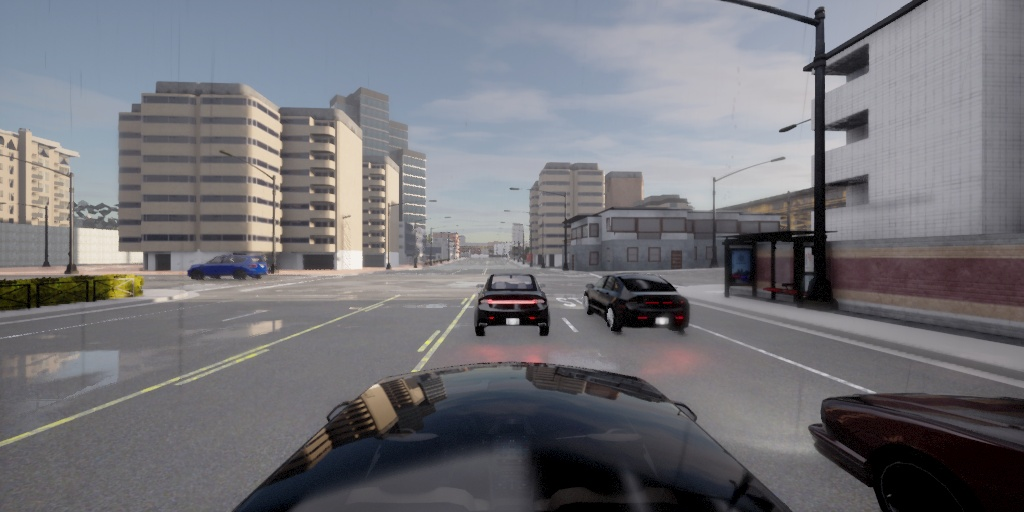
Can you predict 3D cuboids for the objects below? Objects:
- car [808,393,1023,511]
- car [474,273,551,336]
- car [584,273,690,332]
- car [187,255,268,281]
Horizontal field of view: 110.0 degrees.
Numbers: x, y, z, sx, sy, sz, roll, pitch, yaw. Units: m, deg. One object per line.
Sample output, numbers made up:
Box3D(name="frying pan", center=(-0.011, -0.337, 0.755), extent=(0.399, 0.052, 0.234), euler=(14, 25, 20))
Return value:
Box3D(name="car", center=(3.586, 1.297, 0.708), extent=(2.033, 1.411, 5.357), euler=(0, 0, 0))
Box3D(name="car", center=(-0.020, 1.241, 10.379), extent=(2.128, 1.511, 4.902), euler=(0, 0, -1))
Box3D(name="car", center=(3.473, 1.256, 10.796), extent=(1.837, 1.490, 4.892), euler=(0, 0, -1))
Box3D(name="car", center=(-23.331, 0.972, 29.599), extent=(5.566, 2.045, 2.150), euler=(0, 0, -2))
